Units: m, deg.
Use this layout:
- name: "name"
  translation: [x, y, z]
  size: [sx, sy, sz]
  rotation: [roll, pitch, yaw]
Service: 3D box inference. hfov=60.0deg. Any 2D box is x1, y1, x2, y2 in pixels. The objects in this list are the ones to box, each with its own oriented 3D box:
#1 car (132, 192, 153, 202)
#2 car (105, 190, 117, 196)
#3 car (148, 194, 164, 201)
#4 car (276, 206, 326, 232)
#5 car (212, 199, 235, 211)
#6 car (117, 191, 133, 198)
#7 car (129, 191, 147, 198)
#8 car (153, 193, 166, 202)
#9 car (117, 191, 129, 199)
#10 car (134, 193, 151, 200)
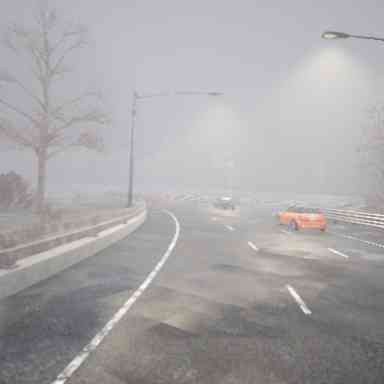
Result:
- name: "car"
  translation: [-9.351, 1.090, 62.018]
  size: [1.994, 1.385, 4.181]
  rotation: [3, 0, -26]
- name: "car"
  translation: [-19.059, 0.337, 78.495]
  size: [1.837, 1.490, 4.892]
  rotation: [3, 0, -38]
- name: "car"
  translation: [-8.112, 1.148, 74.480]
  size: [1.994, 1.385, 4.181]
  rotation: [3, 0, -33]
- name: "car"
  translation: [7.639, 1.758, 23.747]
  size: [2.097, 1.767, 4.553]
  rotation: [3, 0, -4]
- name: "car"
  translation: [4.221, 1.741, 44.716]
  size: [1.837, 1.490, 4.892]
  rotation: [4, 0, -15]
- name: "car"
  translation: [-16.217, 0.539, 80.529]
  size: [1.994, 1.385, 4.181]
  rotation: [3, 0, -38]
- name: "car"
  translation: [-13.371, 0.661, 82.563]
  size: [2.128, 1.511, 4.902]
  rotation: [3, 0, -38]
- name: "car"
  translation: [-6.656, 1.020, 64.527]
  size: [2.097, 1.767, 4.553]
  rotation: [3, 0, -26]
- name: "car"
  translation: [-13.413, 0.856, 69.740]
  size: [2.033, 1.411, 5.357]
  rotation: [3, 0, -30]
- name: "car"
  translation: [-10.792, 0.978, 72.164]
  size: [1.812, 1.442, 4.674]
  rotation: [3, 0, -33]
